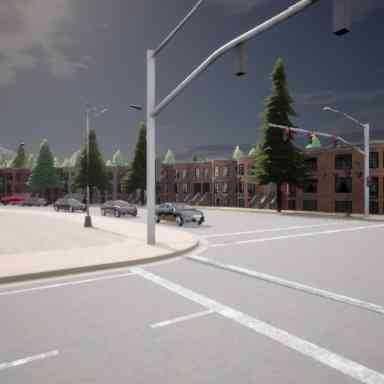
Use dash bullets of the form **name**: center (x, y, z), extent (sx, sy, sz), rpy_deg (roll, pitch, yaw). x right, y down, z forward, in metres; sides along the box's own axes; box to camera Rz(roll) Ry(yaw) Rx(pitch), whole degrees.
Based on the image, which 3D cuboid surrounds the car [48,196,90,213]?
- **car**: center (-13.826, 1.504, 37.793), extent (4.892, 1.490, 1.837), rpy_deg (0, 0, 37)

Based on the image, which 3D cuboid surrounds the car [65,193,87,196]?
- **car**: center (-18.912, 1.221, 52.862), extent (5.566, 2.045, 2.150), rpy_deg (0, 0, 23)

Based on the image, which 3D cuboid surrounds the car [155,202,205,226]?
- **car**: center (-1.077, 1.491, 23.342), extent (2.128, 1.511, 4.902), rpy_deg (0, 0, -36)

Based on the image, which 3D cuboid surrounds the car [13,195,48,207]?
- **car**: center (-24.170, 1.547, 51.131), extent (5.357, 1.411, 2.033), rpy_deg (0, 0, 17)

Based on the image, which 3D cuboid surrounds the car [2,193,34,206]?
- **car**: center (-29.030, 1.221, 55.920), extent (5.566, 2.045, 2.150), rpy_deg (0, 0, 10)

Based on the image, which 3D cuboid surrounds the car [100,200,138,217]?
- **car**: center (-6.840, 1.504, 30.895), extent (1.837, 1.490, 4.892), rpy_deg (0, 0, -40)
